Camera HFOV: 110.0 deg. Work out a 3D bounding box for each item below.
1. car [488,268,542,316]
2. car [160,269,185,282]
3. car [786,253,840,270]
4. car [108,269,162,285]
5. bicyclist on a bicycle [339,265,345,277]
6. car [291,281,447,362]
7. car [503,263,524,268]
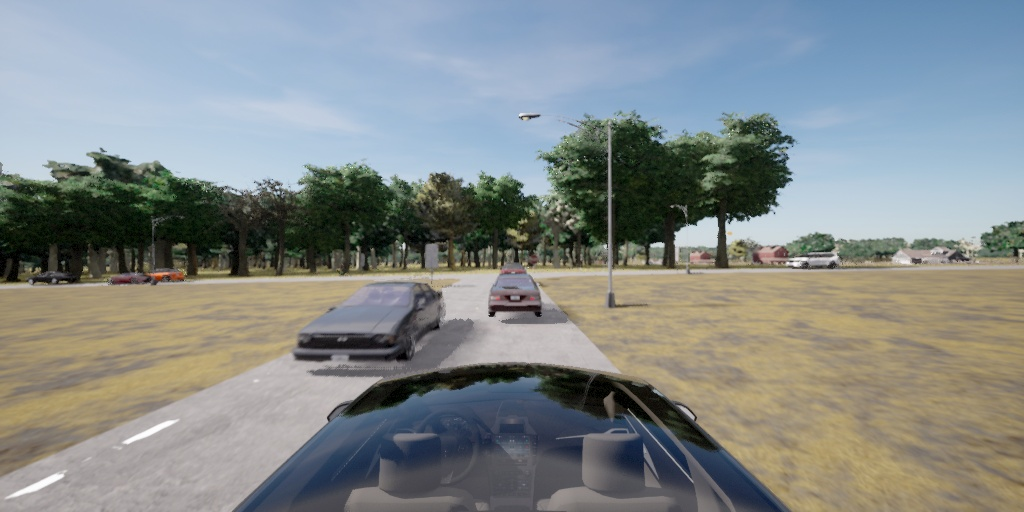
[{"bbox_3d":[0.101,1.360,13.630,2.033,1.411,5.357,0,0,0],"label":"car"},{"bbox_3d":[-43.748,2.385,44.627,4.553,1.767,2.097,-2,0,0],"label":"car"},{"bbox_3d":[37.364,0.609,44.524,5.566,2.045,2.150,-1,0,0],"label":"car"},{"bbox_3d":[-44.200,2.621,41.814,4.181,1.385,1.994,-1,0,1],"label":"car"},{"bbox_3d":[-22.607,1.979,47.689,0.582,1.620,1.656,-1,0,0],"label":"bicyclist on a bicycle"},{"bbox_3d":[-2.850,1.328,8.611,2.033,1.411,5.357,0,0,0],"label":"car"},{"bbox_3d":[0.100,1.283,27.276,2.097,1.767,4.553,0,-1,0],"label":"car"}]
